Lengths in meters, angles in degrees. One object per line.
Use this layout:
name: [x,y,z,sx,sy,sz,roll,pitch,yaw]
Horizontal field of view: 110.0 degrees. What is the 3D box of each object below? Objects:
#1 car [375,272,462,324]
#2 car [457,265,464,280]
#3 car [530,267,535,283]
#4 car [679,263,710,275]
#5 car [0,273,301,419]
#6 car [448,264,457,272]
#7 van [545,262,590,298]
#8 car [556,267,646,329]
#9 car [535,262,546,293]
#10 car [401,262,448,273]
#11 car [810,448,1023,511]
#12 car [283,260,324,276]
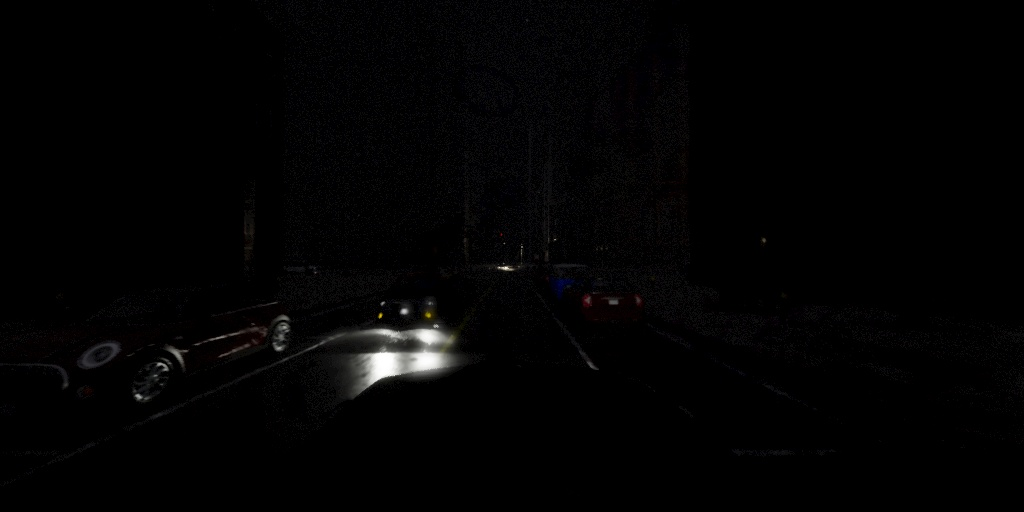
car: [-3.102,1.429,12.351,1.994,1.385,4.181,0,-1,0]
car: [-5.769,1.542,34.061,1.967,1.591,4.097,0,0,0]
car: [2.757,1.356,28.462,2.192,1.841,5.009,0,0,0]
car: [24.271,1.634,46.302,5.008,1.535,1.882,0,0,0]
car: [-5.764,1.237,6.051,1.967,1.591,4.097,0,0,0]
car: [-5.768,1.567,28.289,1.751,1.417,4.829,0,0,0]
van: [2.759,1.260,17.259,1.690,1.789,3.998,0,0,0]
car: [2.760,1.298,11.657,1.967,1.591,4.097,0,0,0]
car: [2.758,1.420,22.860,1.967,1.591,4.097,0,0,0]
car: [-5.767,1.295,22.857,2.192,1.841,5.009,0,0,0]
car: [2.762,1.302,0.455,1.948,1.339,4.313,0,0,0]
car: [-27.406,1.609,46.317,5.566,2.045,2.150,2,0,0]
